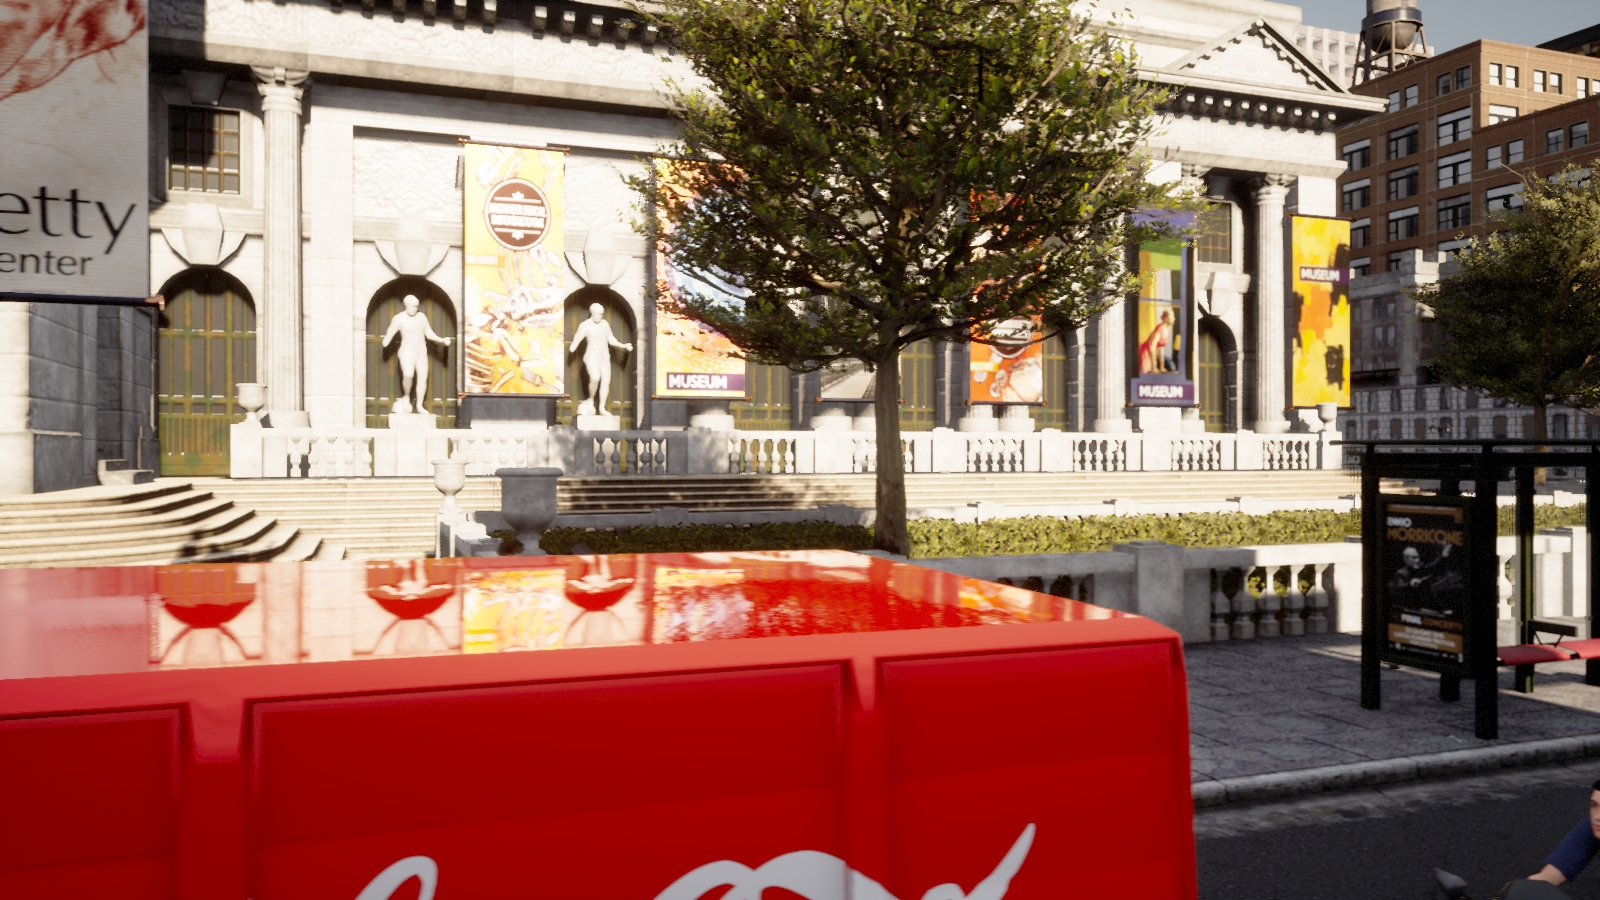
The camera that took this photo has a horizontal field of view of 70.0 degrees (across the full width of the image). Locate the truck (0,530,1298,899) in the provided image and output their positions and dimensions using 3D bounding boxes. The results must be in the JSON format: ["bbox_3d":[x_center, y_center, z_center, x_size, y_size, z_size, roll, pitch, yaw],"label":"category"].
[{"bbox_3d":[-1.912,1.568,2.599,5.204,2.467,2.627,0,0,-20],"label":"truck"}]
